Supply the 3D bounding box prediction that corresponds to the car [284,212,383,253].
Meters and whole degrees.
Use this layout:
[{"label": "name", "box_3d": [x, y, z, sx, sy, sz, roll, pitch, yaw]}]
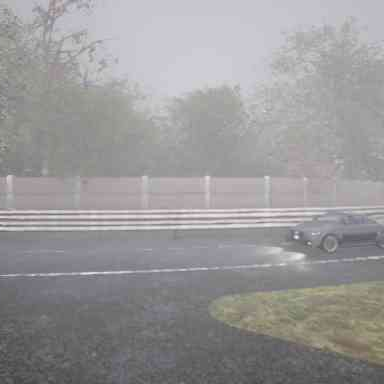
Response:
[{"label": "car", "box_3d": [5.817, 1.516, 13.259, 4.181, 1.385, 1.994, 0, 0, -20]}]
